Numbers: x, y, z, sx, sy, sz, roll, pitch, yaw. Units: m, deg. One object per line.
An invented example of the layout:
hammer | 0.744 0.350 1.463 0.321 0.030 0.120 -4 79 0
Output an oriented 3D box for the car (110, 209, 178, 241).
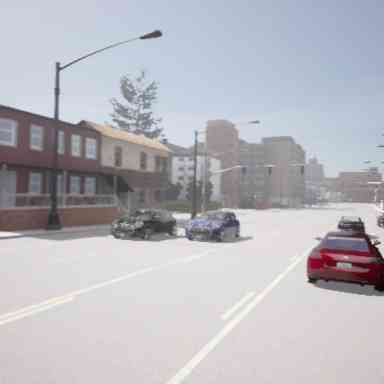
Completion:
car | -2.662 1.760 19.448 2.097 1.767 4.553 1 -2 26

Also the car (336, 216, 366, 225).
car | 12.227 2.607 25.589 2.128 1.511 4.902 1 -2 26

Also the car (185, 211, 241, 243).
car | 1.355 1.907 19.695 2.097 1.767 4.553 1 -2 26

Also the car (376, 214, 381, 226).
car | 21.521 3.125 36.643 1.837 1.490 4.892 1 0 26

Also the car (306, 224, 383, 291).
car | 4.753 1.914 10.261 1.994 1.385 4.181 1 -2 26

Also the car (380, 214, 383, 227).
car | 16.351 2.747 26.061 2.128 1.511 4.902 1 -2 26
